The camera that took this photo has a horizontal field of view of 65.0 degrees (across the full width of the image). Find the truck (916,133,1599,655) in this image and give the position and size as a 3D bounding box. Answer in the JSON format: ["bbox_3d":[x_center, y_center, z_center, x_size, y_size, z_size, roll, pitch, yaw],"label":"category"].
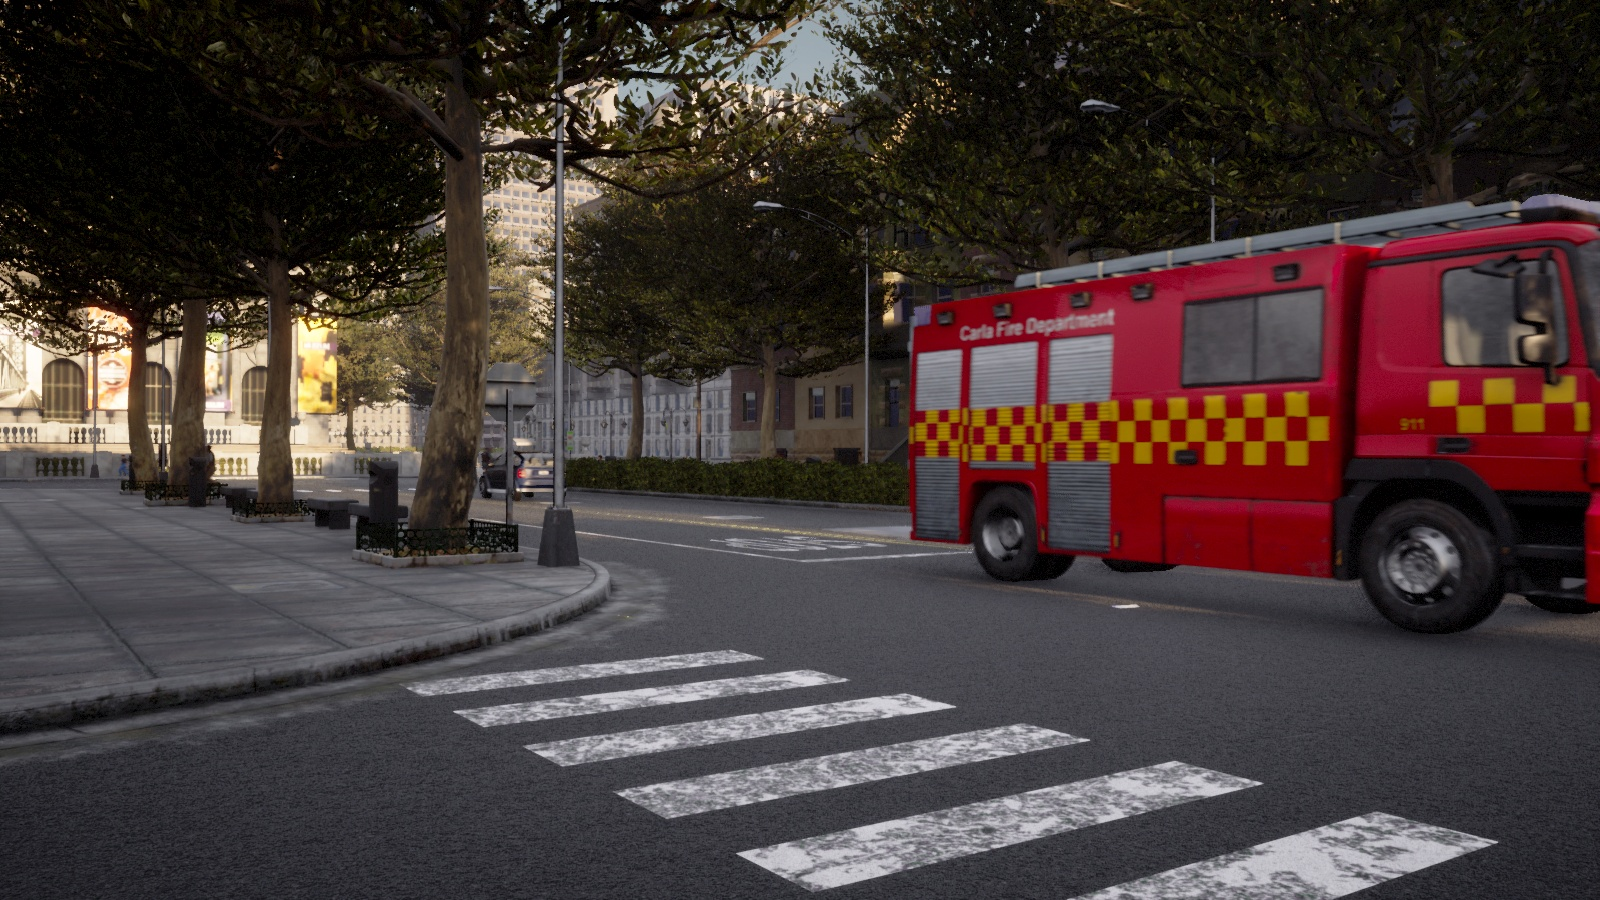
[{"bbox_3d":[5.029,-0.399,13.036,2.891,3.827,8.468,0,0,-34],"label":"truck"}]

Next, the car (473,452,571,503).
[{"bbox_3d":[-8.876,0.840,39.919,1.789,1.549,3.705,0,0,-34],"label":"car"}]

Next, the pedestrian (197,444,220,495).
[{"bbox_3d":[-21.756,0.705,46.195,0.694,1.848,0.540,0,0,-32],"label":"pedestrian"}]
